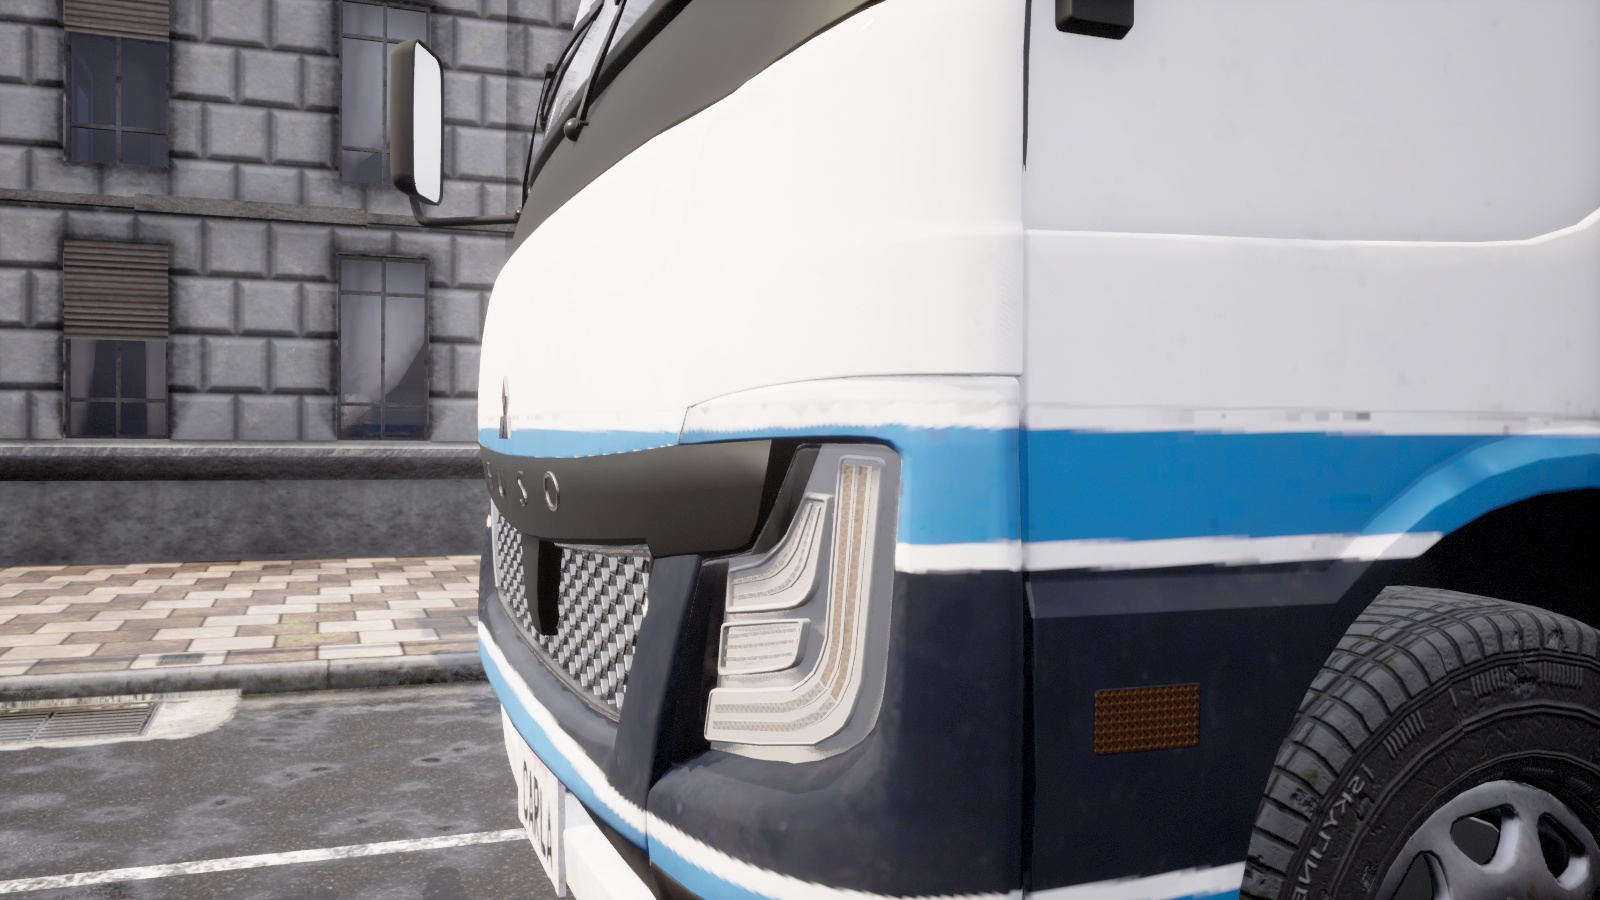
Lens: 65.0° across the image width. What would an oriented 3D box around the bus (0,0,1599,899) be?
[{"bbox_3d":[3.496,-0.691,4.578,10.273,4.253,3.944,-1,1,-21],"label":"bus"}]
